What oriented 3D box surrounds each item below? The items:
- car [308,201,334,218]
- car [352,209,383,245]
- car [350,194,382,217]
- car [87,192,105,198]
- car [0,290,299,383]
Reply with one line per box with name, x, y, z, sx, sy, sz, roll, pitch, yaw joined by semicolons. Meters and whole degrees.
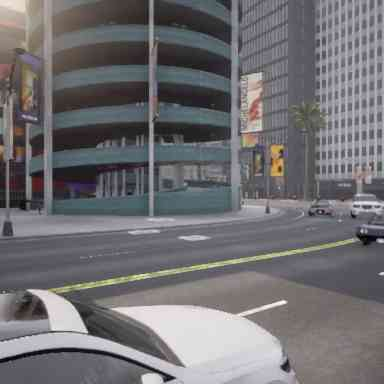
car;11.853;1.552;30.407;1.994;1.385;4.181;0;0;25
car;8.923;1.596;14.384;4.718;1.301;1.895;0;0;-43
car;15.188;1.194;29.242;2.150;2.045;5.566;0;0;24
car;-19.029;0.979;66.018;2.435;2.045;5.566;0;0;-36
car;-1.209;1.524;2.417;4.674;1.442;1.812;0;0;-36
